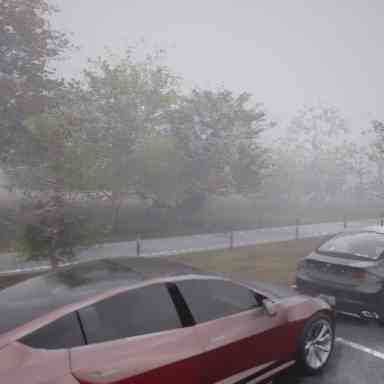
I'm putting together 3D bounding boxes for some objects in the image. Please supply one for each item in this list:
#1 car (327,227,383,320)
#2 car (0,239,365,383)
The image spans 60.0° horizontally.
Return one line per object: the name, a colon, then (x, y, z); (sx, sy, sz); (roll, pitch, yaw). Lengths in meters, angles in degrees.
car: (4.190, 1.481, 7.024); (4.892, 1.521, 2.231); (-1, 0, -37)
car: (-0.307, 1.509, 3.837); (4.792, 1.488, 2.163); (-1, 0, -37)
